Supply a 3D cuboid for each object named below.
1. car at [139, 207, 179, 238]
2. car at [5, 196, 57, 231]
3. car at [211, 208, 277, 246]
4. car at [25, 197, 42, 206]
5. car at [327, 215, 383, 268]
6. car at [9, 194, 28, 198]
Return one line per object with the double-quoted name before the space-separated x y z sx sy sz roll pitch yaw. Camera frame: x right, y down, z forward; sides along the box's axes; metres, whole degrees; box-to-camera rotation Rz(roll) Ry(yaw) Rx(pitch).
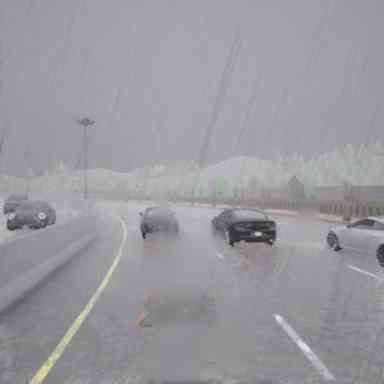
"car" -1.809 1.510 17.727 1.812 1.442 4.674 0 0 -10
"car" -9.791 1.363 20.658 2.097 1.767 4.553 0 0 -14
"car" 2.179 1.450 15.180 1.882 1.535 5.008 0 0 -8
"car" -27.176 1.559 57.075 1.812 1.442 4.674 0 0 -36
"car" 6.284 1.487 10.894 1.812 1.442 4.674 0 0 -6
"car" -18.115 1.244 34.778 2.150 2.045 5.566 0 0 -23
